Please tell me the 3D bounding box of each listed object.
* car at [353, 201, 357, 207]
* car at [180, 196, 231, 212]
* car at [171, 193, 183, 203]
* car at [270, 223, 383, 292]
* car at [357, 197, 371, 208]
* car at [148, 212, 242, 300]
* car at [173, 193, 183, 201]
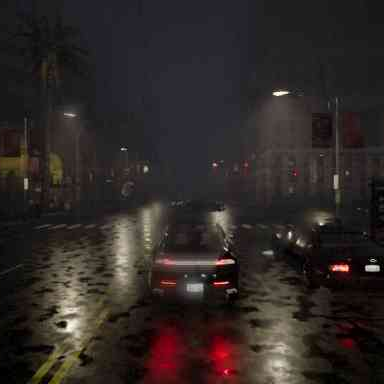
[{"bbox_3d":[26.061,1.477,48.209,5.008,1.535,1.882,0,0,0],"label":"car"},{"bbox_3d":[1.387,1.491,36.811,4.902,1.511,2.128,0,0,44],"label":"car"},{"bbox_3d":[-3.465,1.540,71.858,2.033,1.411,5.357,0,0,0],"label":"car"},{"bbox_3d":[3.567,1.547,9.047,2.033,1.411,5.357,0,0,0],"label":"car"},{"bbox_3d":[25.441,1.505,44.699,4.892,1.490,1.837,0,0,0],"label":"car"},{"bbox_3d":[0.063,1.492,8.347,2.128,1.511,4.902,0,0,0],"label":"car"},{"bbox_3d":[-3.459,1.225,82.354,2.150,2.045,5.566,0,0,0],"label":"car"}]
